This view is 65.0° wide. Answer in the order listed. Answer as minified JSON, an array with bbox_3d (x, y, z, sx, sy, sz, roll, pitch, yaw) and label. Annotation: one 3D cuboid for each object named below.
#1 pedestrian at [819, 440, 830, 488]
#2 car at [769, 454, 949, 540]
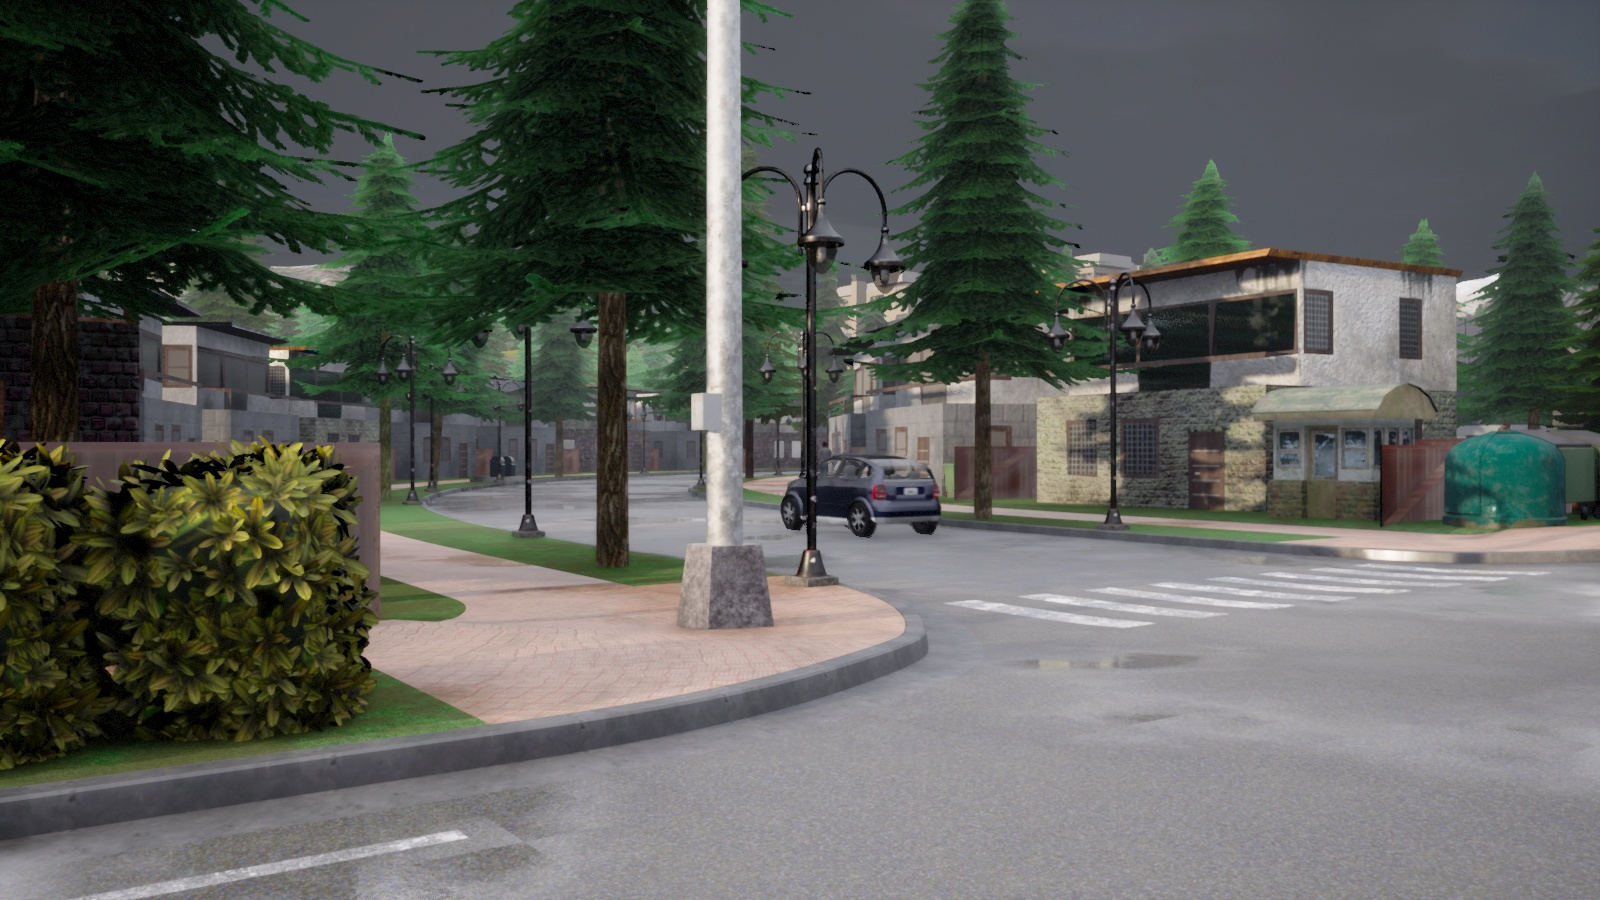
[{"bbox_3d":[0.955,0.536,48.672,0.354,1.836,0.706,0,0,-5],"label":"pedestrian"},{"bbox_3d":[1.096,0.869,24.893,1.789,1.549,3.705,0,0,-31],"label":"car"}]
